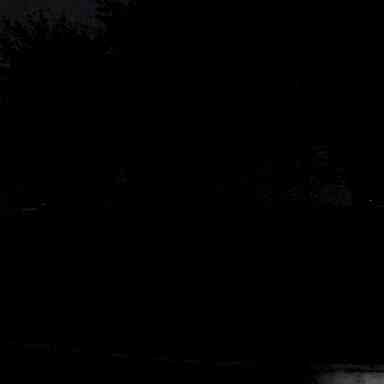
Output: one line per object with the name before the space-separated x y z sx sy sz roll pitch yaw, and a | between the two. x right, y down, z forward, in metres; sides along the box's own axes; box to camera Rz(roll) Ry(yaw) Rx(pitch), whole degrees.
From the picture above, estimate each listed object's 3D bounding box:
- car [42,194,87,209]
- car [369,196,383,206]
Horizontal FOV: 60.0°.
car | -12.695 0.930 33.973 1.837 1.490 4.892 1 1 44
car | 32.857 1.504 59.078 2.097 1.767 4.553 1 -1 33
